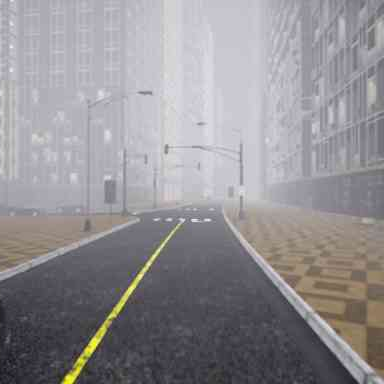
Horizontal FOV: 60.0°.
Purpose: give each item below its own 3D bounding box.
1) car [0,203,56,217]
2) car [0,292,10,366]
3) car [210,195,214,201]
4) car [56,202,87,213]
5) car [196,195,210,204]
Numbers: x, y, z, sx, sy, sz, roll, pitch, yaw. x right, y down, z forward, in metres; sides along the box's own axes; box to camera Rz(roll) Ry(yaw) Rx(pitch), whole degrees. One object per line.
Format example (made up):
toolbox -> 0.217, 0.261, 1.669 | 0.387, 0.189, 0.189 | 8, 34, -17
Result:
car -> -17.112, 1.925, 34.793 | 4.403, 1.369, 2.008 | -1, 0, 11
car -> -3.065, 1.499, 1.915 | 2.128, 1.511, 4.902 | 0, 0, 0
car -> 4.489, 1.663, 85.379 | 1.837, 1.490, 4.892 | 0, 0, 10
car -> -15.466, 1.991, 43.009 | 4.403, 1.369, 2.008 | -1, 0, 11
car -> 2.046, 1.520, 69.992 | 2.097, 1.767, 4.553 | 0, 0, 8
